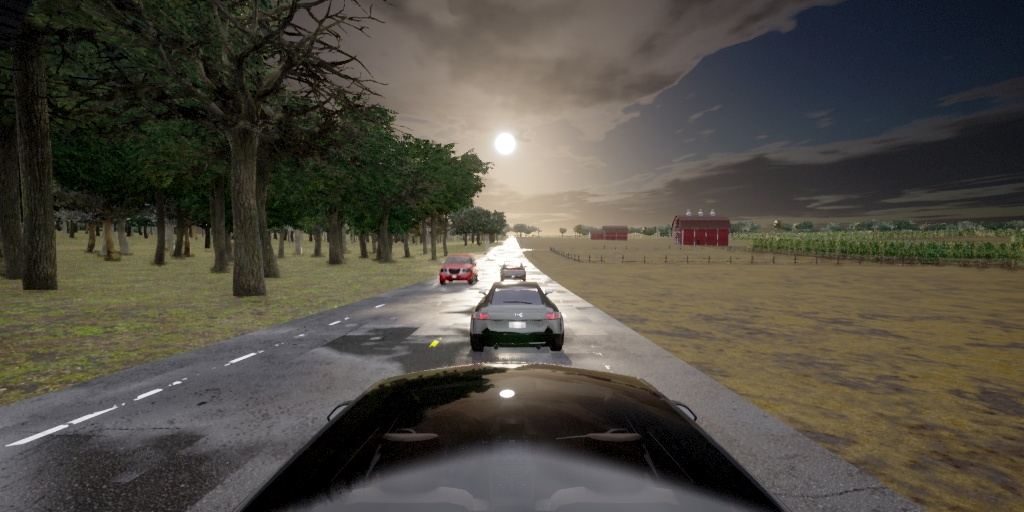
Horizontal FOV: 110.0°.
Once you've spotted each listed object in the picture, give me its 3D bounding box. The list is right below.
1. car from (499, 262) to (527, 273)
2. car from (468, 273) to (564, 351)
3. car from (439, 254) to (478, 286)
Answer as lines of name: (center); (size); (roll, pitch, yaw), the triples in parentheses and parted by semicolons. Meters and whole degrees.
car: (0.074, 1.165, 26.659); (2.128, 1.511, 4.902); (0, 1, 0)
car: (0.093, 1.307, 8.972); (1.994, 1.385, 4.181); (0, 0, 0)
car: (-3.623, 0.909, 25.237); (2.150, 2.045, 5.566); (0, 0, 0)
